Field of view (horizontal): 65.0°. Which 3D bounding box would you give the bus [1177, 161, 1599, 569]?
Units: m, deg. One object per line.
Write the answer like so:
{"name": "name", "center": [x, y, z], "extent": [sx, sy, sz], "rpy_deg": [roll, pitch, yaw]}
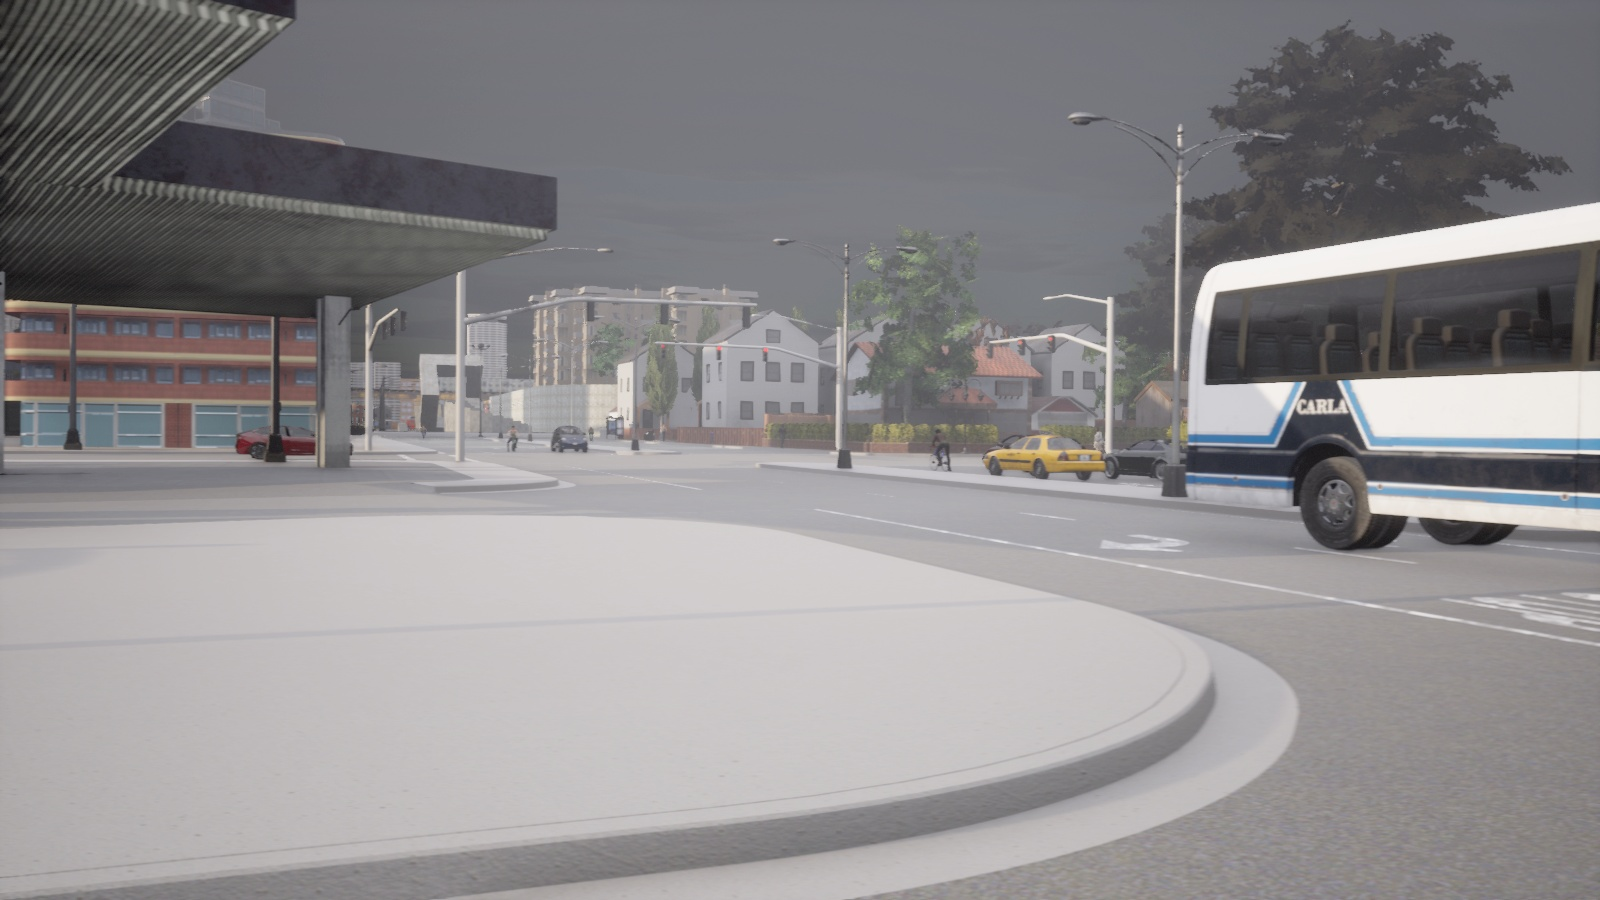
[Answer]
{"name": "bus", "center": [9.611, -0.927, 15.062], "extent": [3.944, 4.253, 10.273], "rpy_deg": [-1, 1, -24]}

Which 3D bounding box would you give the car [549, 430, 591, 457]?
{"name": "car", "center": [-14.229, -0.409, 77.526], "extent": [1.851, 1.617, 3.988], "rpy_deg": [-1, 1, -21]}

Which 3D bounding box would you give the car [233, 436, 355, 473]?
{"name": "car", "center": [-21.899, 0.150, 54.446], "extent": [4.792, 1.488, 2.163], "rpy_deg": [-1, 1, -22]}

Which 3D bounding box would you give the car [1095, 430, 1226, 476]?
{"name": "car", "center": [11.787, 0.063, 41.335], "extent": [1.994, 1.385, 4.181], "rpy_deg": [-1, 1, -22]}

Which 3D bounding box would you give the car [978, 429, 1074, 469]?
{"name": "car", "center": [8.797, -0.083, 49.201], "extent": [1.816, 1.474, 4.193], "rpy_deg": [-1, 1, -21]}

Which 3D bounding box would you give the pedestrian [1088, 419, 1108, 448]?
{"name": "pedestrian", "center": [19.748, -1.102, 83.184], "extent": [0.900, 1.855, 0.874], "rpy_deg": [-1, 1, -22]}

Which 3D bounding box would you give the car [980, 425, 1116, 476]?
{"name": "car", "center": [8.042, -0.021, 41.313], "extent": [1.801, 1.575, 5.366], "rpy_deg": [-1, 1, -21]}
